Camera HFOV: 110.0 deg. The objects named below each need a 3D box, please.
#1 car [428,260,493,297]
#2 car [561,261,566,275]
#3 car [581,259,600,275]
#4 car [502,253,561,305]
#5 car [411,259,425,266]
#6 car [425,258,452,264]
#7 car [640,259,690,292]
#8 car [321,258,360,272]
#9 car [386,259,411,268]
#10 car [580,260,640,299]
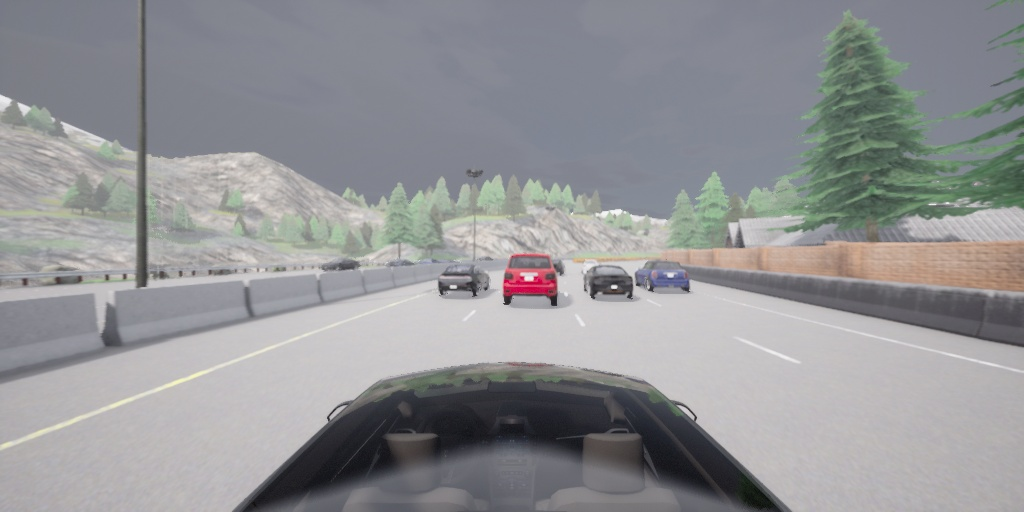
[{"bbox_3d":[-2.342,1.154,18.314,2.128,1.511,4.902,0,0,6],"label":"car"},{"bbox_3d":[4.287,1.103,35.937,1.837,1.490,4.892,0,0,13],"label":"car"},{"bbox_3d":[8.392,1.127,37.974,1.812,1.442,4.674,0,0,14],"label":"car"},{"bbox_3d":[0.902,0.906,15.831,2.150,2.045,5.566,0,0,6],"label":"car"},{"bbox_3d":[-10.977,1.021,47.345,1.812,1.442,4.674,0,0,16],"label":"car"},{"bbox_3d":[-8.245,1.065,44.309,2.033,1.411,5.357,0,0,15],"label":"car"},{"bbox_3d":[8.559,1.036,20.845,2.097,1.767,4.553,0,0,7],"label":"car"},{"bbox_3d":[-19.736,0.974,41.536,1.882,1.535,5.008,0,0,14],"label":"car"},{"bbox_3d":[-14.683,1.050,47.065,1.994,1.385,4.181,0,0,16],"label":"car"},{"bbox_3d":[4.628,1.164,17.761,1.882,1.535,5.008,0,0,6],"label":"car"}]
